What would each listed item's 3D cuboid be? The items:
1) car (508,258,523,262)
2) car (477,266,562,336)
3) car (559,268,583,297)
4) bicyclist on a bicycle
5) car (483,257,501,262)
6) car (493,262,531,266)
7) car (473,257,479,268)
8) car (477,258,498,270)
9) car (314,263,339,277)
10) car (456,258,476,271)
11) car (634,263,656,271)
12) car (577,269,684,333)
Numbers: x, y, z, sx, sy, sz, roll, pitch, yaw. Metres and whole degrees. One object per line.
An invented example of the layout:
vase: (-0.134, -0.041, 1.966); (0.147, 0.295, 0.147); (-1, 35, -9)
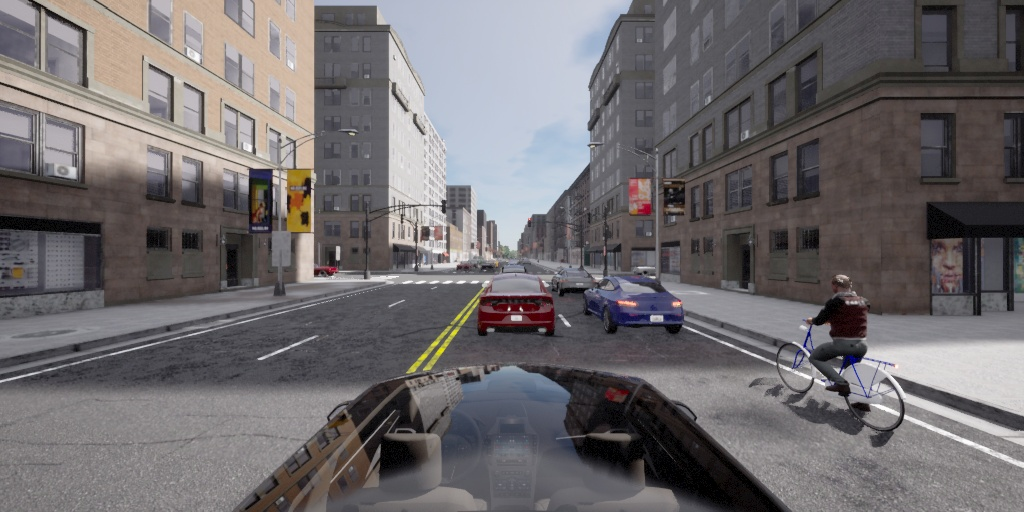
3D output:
car: (0.128, 1.291, 47.727); (1.812, 1.442, 4.674); (0, 0, 3)
car: (0.101, 1.229, 10.437); (1.882, 1.535, 5.008); (0, 0, 0)
car: (3.249, 1.317, 19.173); (1.994, 1.385, 4.181); (0, 0, 0)
bicyclist on a bicycle: (4.146, 1.121, 4.714); (0.659, 1.776, 1.843); (0, 0, 0)
car: (-3.338, 1.247, 59.796); (1.882, 1.535, 5.008); (0, 0, 0)
car: (0.100, 1.259, 19.920); (1.837, 1.490, 4.892); (0, 0, 0)
car: (-6.592, 1.274, 59.458); (1.837, 1.490, 4.892); (0, 0, 0)
car: (-3.348, 1.368, 50.404); (1.895, 1.301, 4.718); (0, 0, 0)
car: (-19.274, 1.336, 34.323); (4.718, 1.301, 1.895); (0, 0, -2)
car: (-6.609, 1.368, 50.356); (1.895, 1.301, 4.718); (0, 0, 0)
car: (15.048, 1.410, 37.146); (4.718, 1.301, 1.895); (0, 0, 1)
car: (3.345, 1.277, 10.574); (1.812, 1.442, 4.674); (0, 0, 0)
